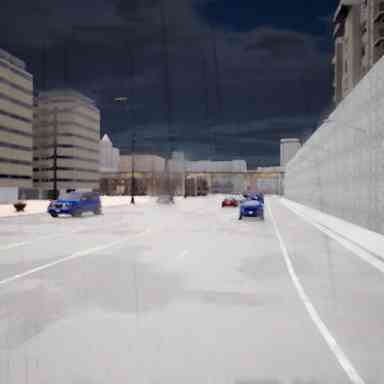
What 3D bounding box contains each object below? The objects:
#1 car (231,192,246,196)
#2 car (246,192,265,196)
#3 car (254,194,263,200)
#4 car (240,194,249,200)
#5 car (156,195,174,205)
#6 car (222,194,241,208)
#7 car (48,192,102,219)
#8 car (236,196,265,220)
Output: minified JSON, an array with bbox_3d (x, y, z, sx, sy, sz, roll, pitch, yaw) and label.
[{"bbox_3d":[7.863,0.999,58.361,2.150,2.045,5.566,0,0,12],"label":"car"},{"bbox_3d":[9.651,1.052,49.836,2.150,2.045,5.566,0,1,12],"label":"car"},{"bbox_3d":[16.648,1.258,82.805,2.033,1.411,5.357,0,0,12],"label":"car"},{"bbox_3d":[13.253,1.193,83.664,1.837,1.490,4.892,0,0,12],"label":"car"},{"bbox_3d":[-4.145,1.224,52.484,2.128,1.511,4.902,0,0,12],"label":"car"},{"bbox_3d":[5.198,1.385,45.390,1.994,1.385,4.181,0,0,12],"label":"car"},{"bbox_3d":[-9.515,1.034,27.663,2.150,2.045,5.566,0,0,12],"label":"car"},{"bbox_3d":[4.900,1.381,27.171,1.882,1.535,5.008,0,0,12],"label":"car"}]
